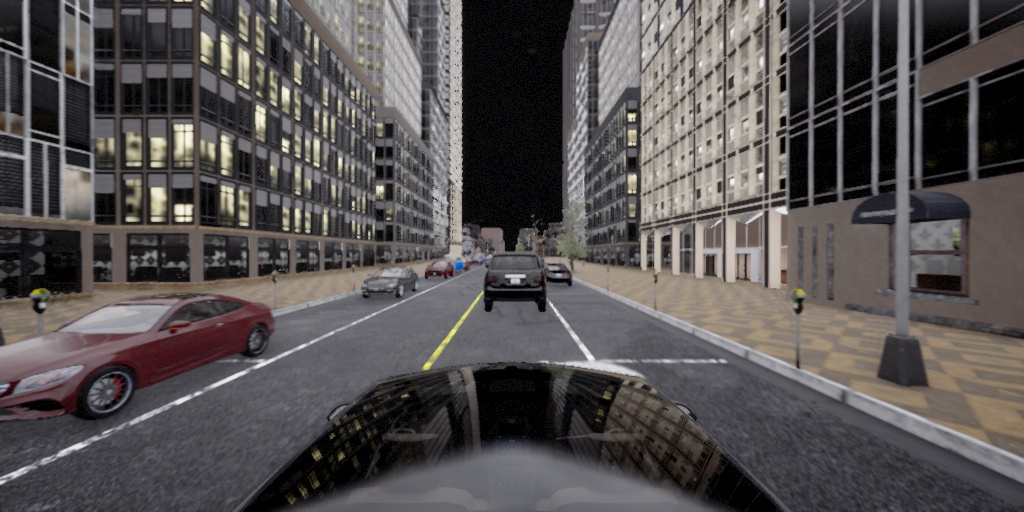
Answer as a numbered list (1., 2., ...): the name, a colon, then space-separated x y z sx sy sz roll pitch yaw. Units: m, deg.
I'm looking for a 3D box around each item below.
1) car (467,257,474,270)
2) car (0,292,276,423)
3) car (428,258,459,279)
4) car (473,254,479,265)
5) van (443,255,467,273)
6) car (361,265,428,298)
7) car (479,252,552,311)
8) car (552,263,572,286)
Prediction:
1. car: -5.664 0.969 39.916 1.802 1.307 4.207 0 0 0
2. car: -5.688 1.293 5.762 1.802 1.307 4.207 0 0 0
3. car: -5.672 1.042 28.531 1.888 1.381 4.507 0 0 0
4. car: -5.652 0.659 56.991 1.967 1.591 4.097 0 0 0
5. van: -5.668 0.783 34.224 1.690 1.789 3.998 0 0 0
6. car: -5.680 1.155 17.148 2.007 1.370 4.403 0 0 0
7. car: 0.108 0.857 14.025 2.150 2.045 5.566 0 1 0
8. car: 2.705 1.118 22.821 1.948 1.339 4.313 0 0 0
